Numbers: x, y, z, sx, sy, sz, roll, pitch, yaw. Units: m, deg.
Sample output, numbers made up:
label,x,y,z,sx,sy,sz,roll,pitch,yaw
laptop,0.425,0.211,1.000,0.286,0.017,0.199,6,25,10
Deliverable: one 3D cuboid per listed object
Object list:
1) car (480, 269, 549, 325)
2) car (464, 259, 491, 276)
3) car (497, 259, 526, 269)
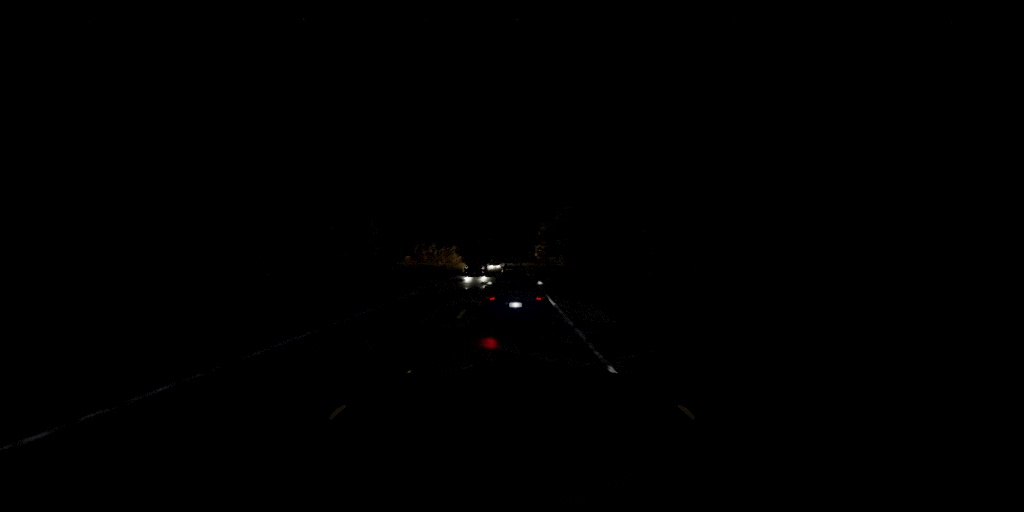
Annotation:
label,x,y,z,sx,sy,sz,roll,pitch,yaw
car,0.101,1.314,11.853,1.994,1.385,4.181,0,0,0
car,-3.586,1.100,36.585,2.097,1.767,4.553,0,0,0
car,0.104,1.240,29.566,2.128,1.511,4.902,0,0,0
